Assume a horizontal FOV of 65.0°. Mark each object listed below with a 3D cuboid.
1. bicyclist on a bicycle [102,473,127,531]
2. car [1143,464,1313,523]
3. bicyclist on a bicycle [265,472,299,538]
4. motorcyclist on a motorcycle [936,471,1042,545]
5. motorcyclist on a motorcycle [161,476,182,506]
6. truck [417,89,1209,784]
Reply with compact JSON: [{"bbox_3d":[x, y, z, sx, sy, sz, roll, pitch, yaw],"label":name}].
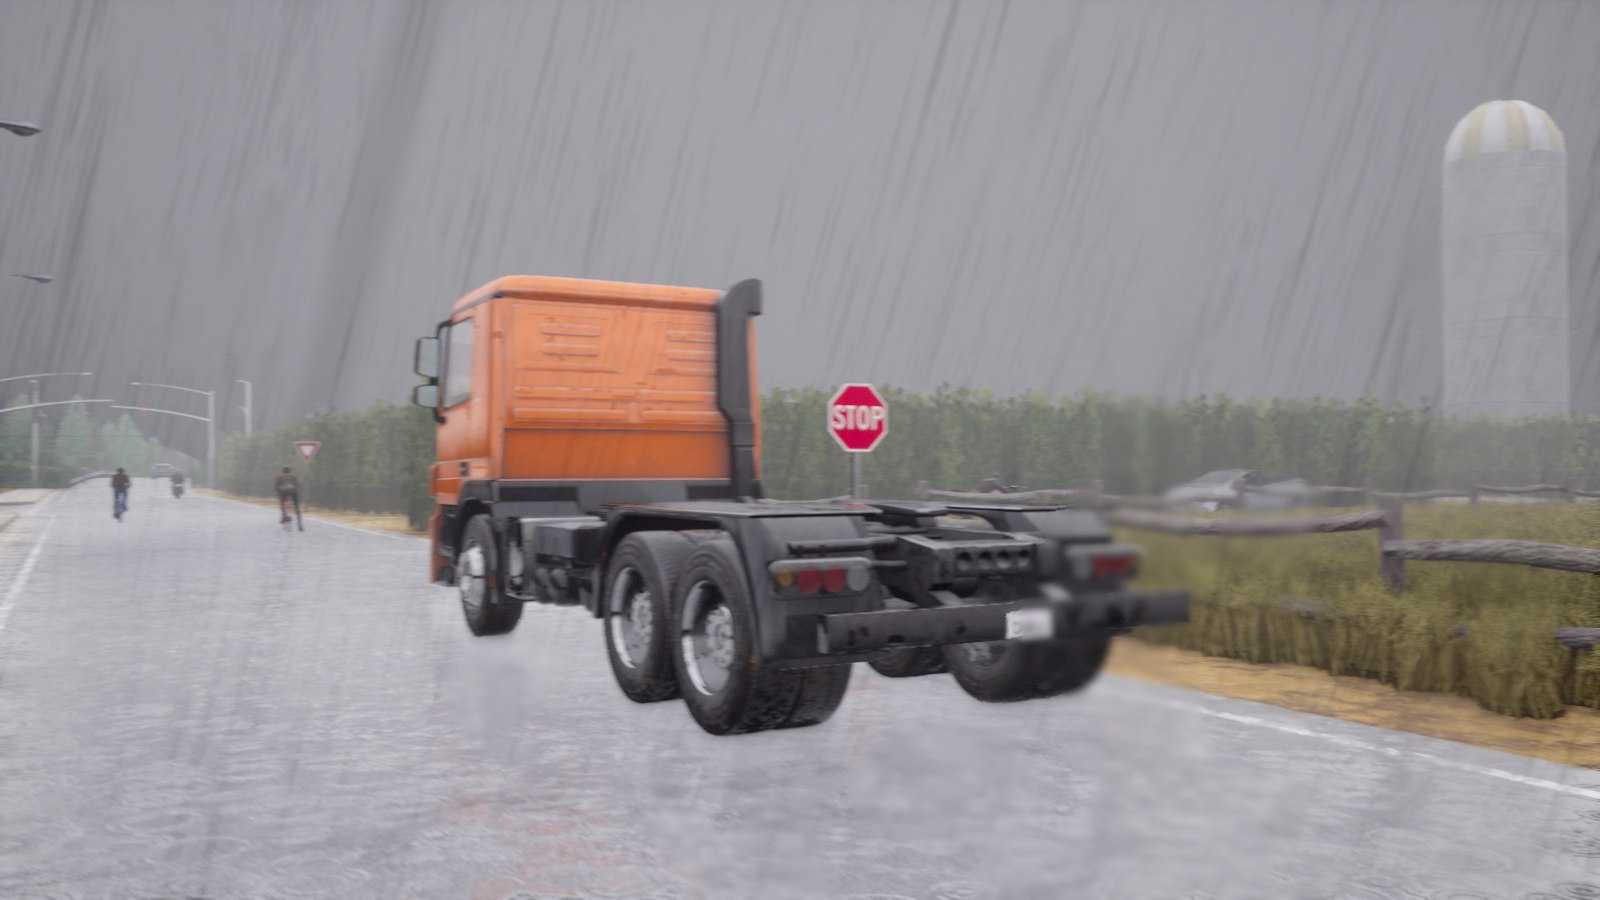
[{"bbox_3d":[-19.841,1.490,36.322,0.582,1.620,1.656,0,-1,-30],"label":"bicyclist on a bicycle"},{"bbox_3d":[12.047,1.186,35.289,4.514,1.525,2.007,0,-1,-30],"label":"car"},{"bbox_3d":[-13.022,1.358,31.543,0.582,1.620,1.656,0,-1,-30],"label":"bicyclist on a bicycle"},{"bbox_3d":[4.090,1.229,27.114,2.191,1.530,0.866,0,-1,-30],"label":"motorcyclist on a motorcycle"},{"bbox_3d":[-33.280,2.147,66.457,0.866,1.530,2.191,0,-1,-30],"label":"motorcyclist on a motorcycle"},{"bbox_3d":[-0.755,-0.004,10.403,2.891,3.462,7.936,0,-1,-30],"label":"truck"}]
